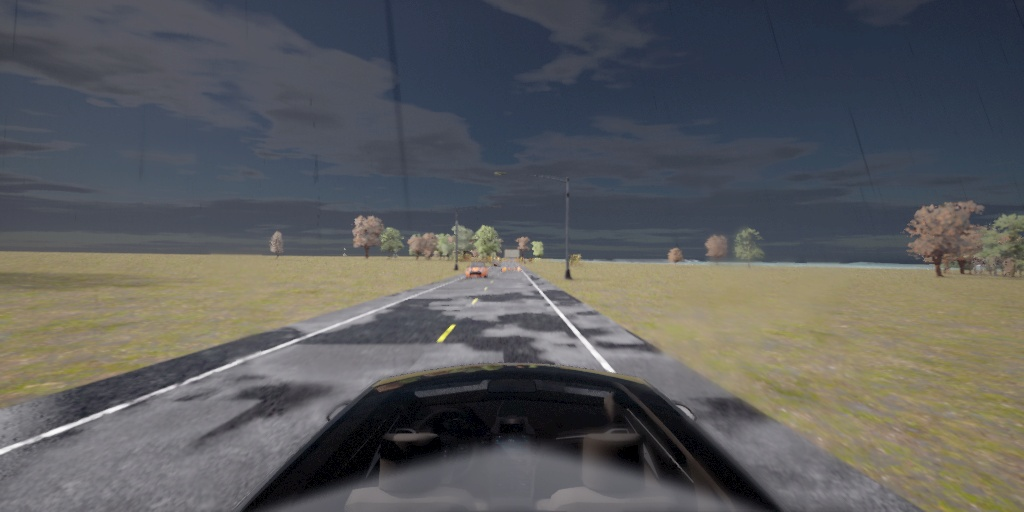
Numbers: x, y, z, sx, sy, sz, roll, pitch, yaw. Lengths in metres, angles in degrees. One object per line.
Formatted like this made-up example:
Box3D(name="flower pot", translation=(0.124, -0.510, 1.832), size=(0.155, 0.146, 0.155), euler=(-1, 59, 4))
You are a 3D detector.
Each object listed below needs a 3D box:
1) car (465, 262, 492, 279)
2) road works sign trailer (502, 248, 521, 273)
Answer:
Box3D(name="car", translation=(-3.593, 1.420, 37.331), size=(2.097, 1.767, 4.553), euler=(0, -1, 0))
Box3D(name="road works sign trailer", translation=(-0.016, 0.666, 52.257), size=(2.380, 3.560, 2.880), euler=(0, 0, 0))
